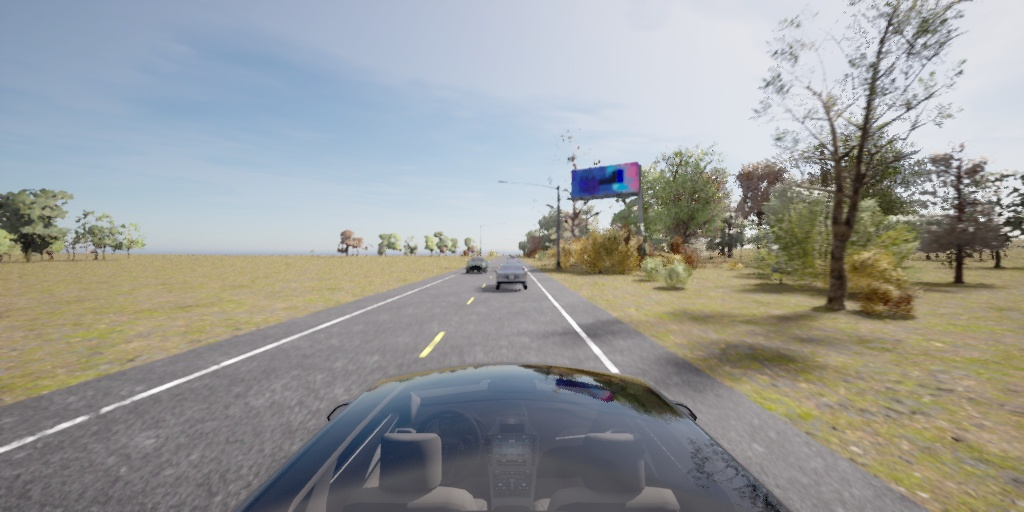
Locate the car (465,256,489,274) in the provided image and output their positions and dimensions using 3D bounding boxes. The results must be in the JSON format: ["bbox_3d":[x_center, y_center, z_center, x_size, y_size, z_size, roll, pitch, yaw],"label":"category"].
[{"bbox_3d":[-3.521,0.844,36.872,2.097,1.767,4.553,0,1,0],"label":"car"}]

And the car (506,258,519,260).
[{"bbox_3d":[0.057,0.964,38.937,2.128,1.511,4.902,0,0,0],"label":"car"}]

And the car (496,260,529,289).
[{"bbox_3d":[0.014,1.148,21.705,2.033,1.411,5.357,0,0,1],"label":"car"}]
